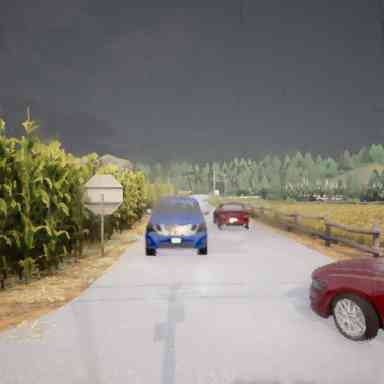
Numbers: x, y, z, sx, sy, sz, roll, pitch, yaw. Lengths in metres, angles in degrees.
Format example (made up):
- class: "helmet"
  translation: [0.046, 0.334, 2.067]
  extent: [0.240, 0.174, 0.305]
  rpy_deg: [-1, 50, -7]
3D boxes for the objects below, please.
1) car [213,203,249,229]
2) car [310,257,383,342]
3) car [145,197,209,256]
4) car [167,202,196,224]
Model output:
- class: "car"
  translation: [2.485, 1.479, 21.902]
  extent: [1.882, 1.535, 5.008]
  rpy_deg: [0, 0, -1]
- class: "car"
  translation: [4.223, 1.478, 4.608]
  extent: [5.008, 1.535, 1.882]
  rpy_deg: [0, 2, 41]
- class: "car"
  translation: [-0.566, 1.224, 13.519]
  extent: [2.150, 2.045, 5.566]
  rpy_deg: [0, 0, -1]
- class: "car"
  translation: [-0.758, 1.549, 26.125]
  extent: [2.033, 1.411, 5.357]
  rpy_deg: [0, 0, -1]
